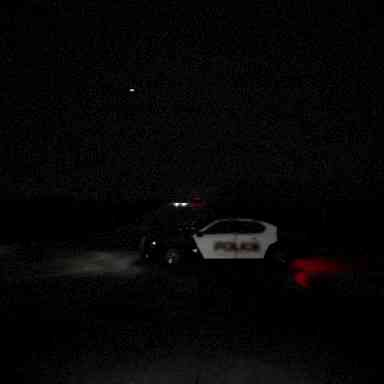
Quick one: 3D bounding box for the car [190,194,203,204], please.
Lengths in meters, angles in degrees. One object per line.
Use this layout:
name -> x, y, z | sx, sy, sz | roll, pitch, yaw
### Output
car -> 0.704, 1.210, 54.346 | 2.128, 1.511, 4.902 | 0, 0, 1

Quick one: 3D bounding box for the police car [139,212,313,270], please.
police car -> 0.957, 1.444, 10.224 | 4.974, 1.542, 2.038 | 0, 0, 1

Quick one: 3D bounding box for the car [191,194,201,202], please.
car -> 0.834, 1.198, 64.384 | 1.812, 1.442, 4.674 | 0, 0, 1

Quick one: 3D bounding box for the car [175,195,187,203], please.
car -> -1.981, 1.251, 59.412 | 1.994, 1.385, 4.181 | 0, 0, 1
